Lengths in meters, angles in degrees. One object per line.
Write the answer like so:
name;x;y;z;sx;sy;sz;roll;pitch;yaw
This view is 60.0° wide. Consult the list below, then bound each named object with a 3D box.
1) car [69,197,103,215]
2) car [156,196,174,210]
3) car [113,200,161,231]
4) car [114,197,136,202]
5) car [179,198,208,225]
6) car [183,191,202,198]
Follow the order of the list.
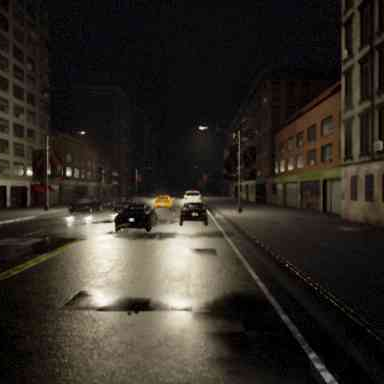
car;-9.831;1.233;31.132;1.882;1.535;5.008;0;0;0
car;-3.146;1.183;37.672;1.882;1.535;5.008;0;0;0
car;-3.147;1.409;19.307;1.994;1.385;4.181;0;0;0
car;-6.575;1.244;33.281;1.837;1.490;4.892;0;0;0
car;0.102;1.368;22.425;2.033;1.411;5.357;0;0;0
car;0.100;0.901;41.428;2.150;2.045;5.566;0;1;0
